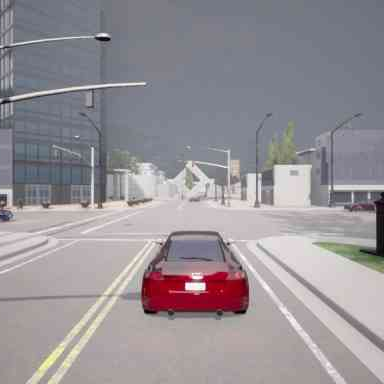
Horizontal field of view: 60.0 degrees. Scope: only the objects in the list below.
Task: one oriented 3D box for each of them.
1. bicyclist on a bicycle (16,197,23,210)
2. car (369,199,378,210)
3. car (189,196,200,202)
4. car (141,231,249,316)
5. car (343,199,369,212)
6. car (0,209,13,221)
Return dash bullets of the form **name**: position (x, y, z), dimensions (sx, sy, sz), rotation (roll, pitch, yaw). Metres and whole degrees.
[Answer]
- **bicyclist on a bicycle**: position (-22.017, 1.466, 42.488), dimensions (0.582, 1.620, 1.656), rotation (-1, 0, 0)
- **car**: position (21.510, 1.167, 33.568), dimensions (5.566, 2.045, 2.150), rotation (0, 0, 0)
- **car**: position (0.661, 1.595, 76.958), dimensions (1.895, 1.301, 4.718), rotation (0, 0, 12)
- **car**: position (0.067, 1.564, 7.616), dimensions (1.994, 1.385, 4.181), rotation (0, 0, 0)
- **car**: position (19.833, 1.502, 37.071), dimensions (5.357, 1.411, 2.033), rotation (0, 0, -1)
- **car**: position (-16.564, 1.635, 26.040), dimensions (4.674, 1.442, 1.812), rotation (-1, 0, 0)
